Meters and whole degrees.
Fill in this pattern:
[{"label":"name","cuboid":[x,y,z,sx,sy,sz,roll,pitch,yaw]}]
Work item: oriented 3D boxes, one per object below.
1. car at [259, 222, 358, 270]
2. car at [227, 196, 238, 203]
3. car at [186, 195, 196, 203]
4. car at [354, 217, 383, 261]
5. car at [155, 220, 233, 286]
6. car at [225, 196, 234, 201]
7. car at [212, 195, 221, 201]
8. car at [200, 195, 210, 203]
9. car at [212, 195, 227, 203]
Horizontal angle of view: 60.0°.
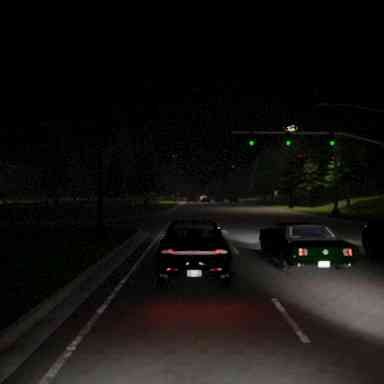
[{"label":"car","cuboid":[3.563,1.659,11.159,1.895,1.301,4.718,0,0,0]},{"label":"car","cuboid":[10.335,1.941,82.417,1.812,1.442,4.674,0,0,0]},{"label":"car","cuboid":[-0.164,1.639,82.011,2.150,2.045,5.566,0,0,0]},{"label":"car","cuboid":[7.058,1.272,9.368,2.150,2.045,5.566,0,0,0]},{"label":"car","cuboid":[0.058,1.543,9.585,2.128,1.511,4.902,0,0,0]},{"label":"car","cuboid":[10.315,1.808,92.421,1.837,1.490,4.892,0,0,0]},{"label":"car","cuboid":[6.815,1.663,92.385,2.097,1.767,4.553,0,0,0]},{"label":"car","cuboid":[3.335,1.969,82.403,1.994,1.385,4.181,0,0,0]},{"label":"car","cuboid":[6.836,1.954,81.993,2.033,1.411,5.357,0,0,0]}]
